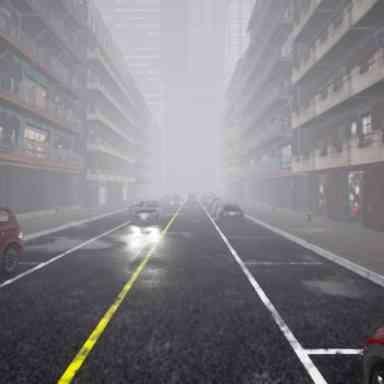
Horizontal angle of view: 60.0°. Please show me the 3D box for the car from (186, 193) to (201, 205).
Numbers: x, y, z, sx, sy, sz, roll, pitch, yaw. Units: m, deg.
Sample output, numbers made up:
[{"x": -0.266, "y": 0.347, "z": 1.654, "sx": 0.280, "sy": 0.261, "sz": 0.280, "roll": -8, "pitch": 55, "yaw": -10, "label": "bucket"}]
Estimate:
[{"x": 0.027, "y": 1.270, "z": 53.799, "sx": 2.033, "sy": 1.411, "sz": 5.357, "roll": 0, "pitch": 0, "yaw": 0, "label": "car"}]

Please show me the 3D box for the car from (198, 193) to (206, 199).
[{"x": 2.726, "y": 1.087, "z": 91.407, "sx": 2.008, "sy": 1.369, "sz": 4.403, "roll": -1, "pitch": 0, "yaw": 0, "label": "car"}]

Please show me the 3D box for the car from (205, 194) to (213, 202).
[{"x": 3.021, "y": 1.310, "z": 41.799, "sx": 1.812, "sy": 1.442, "sz": 4.674, "roll": 0, "pitch": 0, "yaw": 0, "label": "car"}]

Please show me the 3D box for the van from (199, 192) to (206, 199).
[{"x": 2.719, "y": 0.904, "z": 85.803, "sx": 1.690, "sy": 1.788, "sz": 3.998, "roll": -1, "pitch": 0, "yaw": 0, "label": "van"}]

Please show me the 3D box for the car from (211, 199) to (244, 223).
[{"x": 2.692, "y": 1.440, "z": 24.183, "sx": 1.947, "sy": 1.339, "sz": 4.313, "roll": -1, "pitch": 0, "yaw": 0, "label": "car"}]

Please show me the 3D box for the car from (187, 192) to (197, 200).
[{"x": 0.037, "y": 0.905, "z": 73.719, "sx": 2.097, "sy": 1.767, "sz": 4.553, "roll": 0, "pitch": 0, "yaw": 0, "label": "car"}]

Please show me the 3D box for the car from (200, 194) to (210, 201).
[{"x": 2.714, "y": 1.191, "z": 68.998, "sx": 1.887, "sy": 1.381, "sz": 4.507, "roll": -1, "pitch": 0, "yaw": 0, "label": "car"}]

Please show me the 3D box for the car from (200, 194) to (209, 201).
[{"x": 2.717, "y": 1.184, "z": 74.600, "sx": 1.947, "sy": 1.339, "sz": 4.313, "roll": -1, "pitch": 0, "yaw": 0, "label": "car"}]

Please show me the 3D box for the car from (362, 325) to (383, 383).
[{"x": 2.679, "y": 1.430, "z": 1.775, "sx": 1.967, "sy": 1.590, "sz": 4.097, "roll": -1, "pitch": 0, "yaw": 0, "label": "car"}]

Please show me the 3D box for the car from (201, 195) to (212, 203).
[{"x": 2.712, "y": 1.225, "z": 63.396, "sx": 2.008, "sy": 1.369, "sz": 4.403, "roll": -1, "pitch": 0, "yaw": 0, "label": "car"}]

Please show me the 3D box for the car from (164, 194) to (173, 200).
[{"x": -5.661, "y": 1.135, "z": 80.235, "sx": 1.887, "sy": 1.381, "sz": 4.507, "roll": -1, "pitch": 0, "yaw": 0, "label": "car"}]

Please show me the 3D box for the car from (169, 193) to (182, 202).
[{"x": -2.983, "y": 1.141, "z": 65.371, "sx": 1.882, "sy": 1.535, "sz": 5.008, "roll": 0, "pitch": 0, "yaw": 0, "label": "car"}]

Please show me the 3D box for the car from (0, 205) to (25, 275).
[{"x": -5.700, "y": 1.276, "z": 7.409, "sx": 2.192, "sy": 1.841, "sz": 5.009, "roll": -1, "pitch": 0, "yaw": 0, "label": "car"}]

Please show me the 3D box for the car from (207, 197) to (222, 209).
[{"x": 2.695, "y": 1.396, "z": 29.786, "sx": 2.008, "sy": 1.369, "sz": 4.403, "roll": -1, "pitch": 0, "yaw": 0, "label": "car"}]

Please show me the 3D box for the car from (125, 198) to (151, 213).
[{"x": -5.682, "y": 1.367, "z": 35.420, "sx": 2.008, "sy": 1.369, "sz": 4.403, "roll": -1, "pitch": 0, "yaw": 0, "label": "car"}]

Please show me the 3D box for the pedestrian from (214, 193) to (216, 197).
[{"x": 3.022, "y": 1.063, "z": 44.622, "sx": 0.375, "sy": 1.860, "sz": 0.375, "roll": -1, "pitch": 1, "yaw": -3, "label": "pedestrian"}]

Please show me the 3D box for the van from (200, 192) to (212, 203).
[{"x": 2.706, "y": 1.044, "z": 57.794, "sx": 1.690, "sy": 1.788, "sz": 3.998, "roll": -1, "pitch": 0, "yaw": 0, "label": "van"}]

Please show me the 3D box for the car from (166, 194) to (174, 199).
[{"x": -5.657, "y": 1.145, "z": 85.837, "sx": 1.802, "sy": 1.307, "sz": 4.206, "roll": -1, "pitch": 0, "yaw": 0, "label": "car"}]

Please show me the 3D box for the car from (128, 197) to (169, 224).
[{"x": -3.087, "y": 1.368, "z": 23.759, "sx": 2.128, "sy": 1.511, "sz": 4.902, "roll": 0, "pitch": 0, "yaw": 0, "label": "car"}]

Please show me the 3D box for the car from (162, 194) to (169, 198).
[{"x": -5.663, "y": 1.184, "z": 74.633, "sx": 1.947, "sy": 1.339, "sz": 4.313, "roll": -1, "pitch": 0, "yaw": 0, "label": "car"}]
